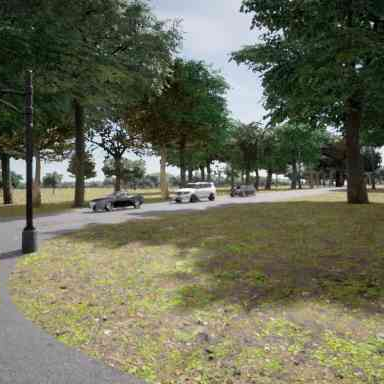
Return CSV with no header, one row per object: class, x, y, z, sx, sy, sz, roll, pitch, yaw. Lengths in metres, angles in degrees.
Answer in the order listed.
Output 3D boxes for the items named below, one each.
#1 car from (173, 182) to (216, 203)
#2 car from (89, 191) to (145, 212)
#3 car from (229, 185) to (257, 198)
car,0.350,0.018,35.091,2.150,2.045,5.566,-1,2,38
car,-6.016,0.698,26.831,2.128,1.511,4.902,-1,2,37
car,6.703,-0.098,43.312,1.837,1.490,4.892,-1,2,38
